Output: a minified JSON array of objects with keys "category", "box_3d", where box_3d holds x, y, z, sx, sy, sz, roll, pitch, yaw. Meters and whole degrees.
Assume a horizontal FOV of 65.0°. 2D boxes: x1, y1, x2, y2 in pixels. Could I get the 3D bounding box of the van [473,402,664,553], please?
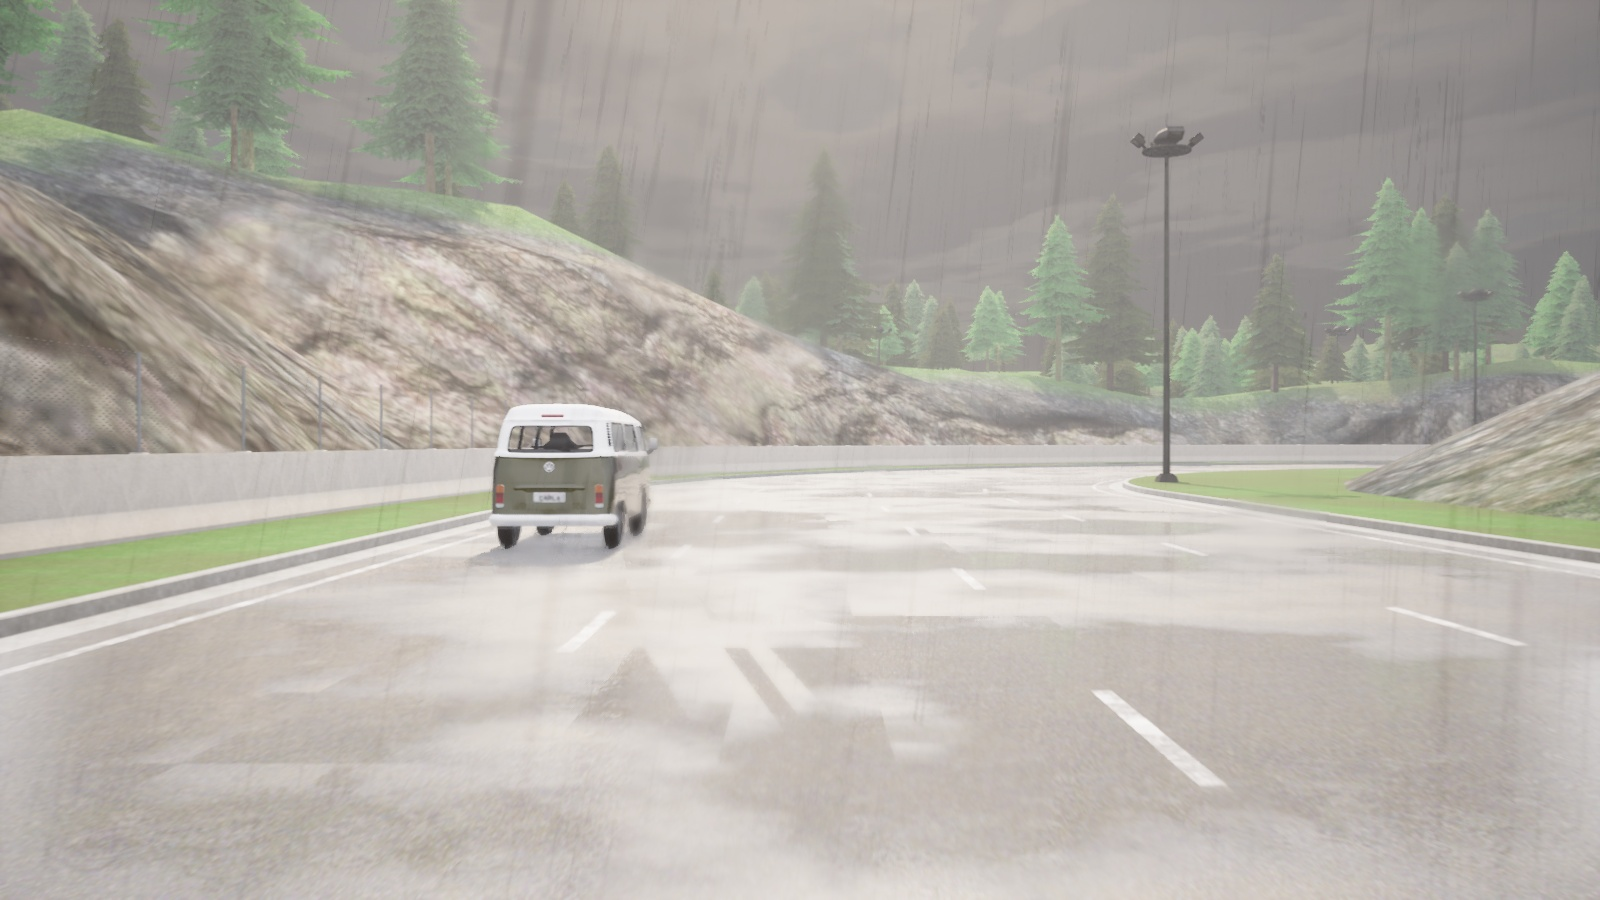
[{"category":"van","box_3d":[-3.375,0.359,19.205,2.069,2.038,4.480,0,0,0]}]
